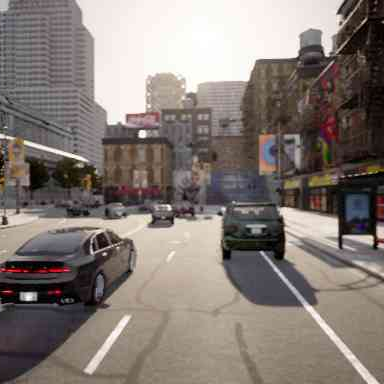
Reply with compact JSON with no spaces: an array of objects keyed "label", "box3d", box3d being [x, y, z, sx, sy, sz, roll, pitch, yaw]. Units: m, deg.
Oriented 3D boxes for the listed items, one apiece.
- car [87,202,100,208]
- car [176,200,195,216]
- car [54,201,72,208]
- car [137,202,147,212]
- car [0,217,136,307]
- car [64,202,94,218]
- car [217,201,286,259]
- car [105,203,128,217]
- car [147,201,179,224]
[{"label":"car","box3d":[-19.807,2.473,63.116,4.718,1.301,1.895,-1,-1,33]},{"label":"car","box3d":[-1.327,1.798,37.423,2.097,1.767,4.553,0,-1,-21]},{"label":"car","box3d":[-24.961,2.465,65.622,4.674,1.452,2.002,-1,-1,23]},{"label":"car","box3d":[-5.853,2.132,46.530,2.033,1.411,5.357,0,-1,-35]},{"label":"car","box3d":[-2.729,1.622,8.302,1.837,1.490,4.892,0,-1,4]},{"label":"car","box3d":[-12.681,2.125,37.089,1.895,1.301,4.718,0,-1,-29]},{"label":"car","box3d":[2.222,1.361,13.278,2.150,2.045,5.566,0,-1,4]},{"label":"car","box3d":[-7.892,1.951,34.550,2.128,1.511,4.902,0,-1,-21]},{"label":"car","box3d":[-2.564,1.841,28.355,2.128,1.511,4.902,0,-1,-8]}]
